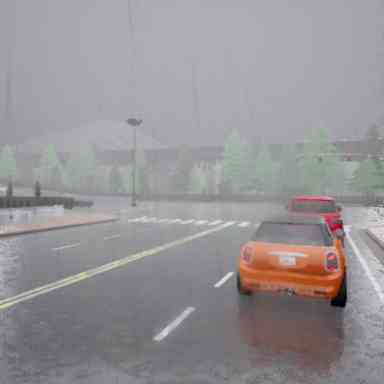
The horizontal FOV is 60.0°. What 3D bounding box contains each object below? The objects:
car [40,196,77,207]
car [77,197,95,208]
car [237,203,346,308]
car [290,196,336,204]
[{"bbox_3d":[-15.889,1.185,37.623,4.892,1.490,1.837,1,0,20],"label":"car"},{"bbox_3d":[-14.349,1.275,40.788,4.718,1.301,1.895,1,0,20],"label":"car"},{"bbox_3d":[2.635,1.326,8.295,2.097,1.767,4.553,1,0,23],"label":"car"},{"bbox_3d":[5.216,1.181,14.413,2.150,2.045,5.566,1,0,20],"label":"car"}]
